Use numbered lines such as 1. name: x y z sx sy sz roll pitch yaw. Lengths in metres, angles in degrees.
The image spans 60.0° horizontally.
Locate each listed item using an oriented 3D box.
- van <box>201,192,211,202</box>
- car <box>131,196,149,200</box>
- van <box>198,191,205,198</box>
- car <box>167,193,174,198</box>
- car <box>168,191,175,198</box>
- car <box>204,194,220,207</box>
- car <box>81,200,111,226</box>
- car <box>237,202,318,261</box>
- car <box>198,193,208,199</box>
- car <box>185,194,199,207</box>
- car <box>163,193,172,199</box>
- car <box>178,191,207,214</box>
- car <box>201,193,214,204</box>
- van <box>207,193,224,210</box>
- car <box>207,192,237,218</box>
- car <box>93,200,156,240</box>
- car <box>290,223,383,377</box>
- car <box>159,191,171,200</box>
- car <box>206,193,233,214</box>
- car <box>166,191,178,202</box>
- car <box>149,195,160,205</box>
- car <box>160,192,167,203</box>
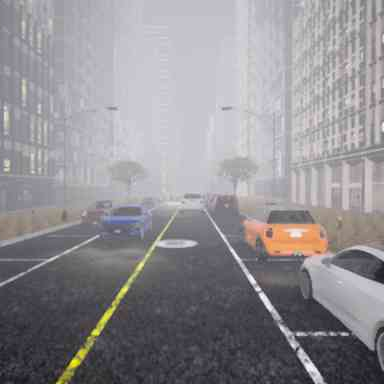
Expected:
1. van: 2.601 0.902 61.432 1.690 1.788 3.998 -1 0 0
2. car: -5.740 1.292 32.836 1.752 1.417 4.829 -1 0 0
3. van: 2.565 0.694 89.851 1.690 1.788 3.998 -1 0 0
4. car: -5.813 0.935 89.842 1.802 1.307 4.206 -1 0 0
5. car: -5.822 0.654 95.419 1.690 1.788 3.998 -1 0 0
6. car: 2.625 1.124 44.383 1.967 1.590 4.097 -1 0 0
7. car: -5.727 1.286 21.638 1.967 1.590 4.097 -1 0 0
8. car: 3.098 1.266 12.033 2.097 1.767 4.553 0 0 0
9. car: 2.582 0.987 78.485 2.008 1.369 4.403 -1 0 0
10. car: -0.002 1.147 46.333 1.882 1.535 5.008 0 1 0
11. car: -5.799 1.018 78.474 1.802 1.307 4.206 -1 0 0
12. car: 0.035 0.999 31.779 2.150 2.045 5.566 0 1 0
13. car: 2.610 1.042 55.750 1.967 1.590 4.097 -1 0 0
14. van: 2.631 1.066 38.699 1.690 1.788 3.998 -1 0 0
15. car: 2.645 1.121 27.331 2.192 1.841 5.009 -1 0 0
16. car: -3.122 1.360 16.449 1.882 1.535 5.008 0 0 0
17. car: 3.142 1.489 5.064 1.812 1.442 4.674 0 0 0
18. car: -5.794 0.793 72.789 2.192 1.841 5.009 -1 0 0
19. car: 2.638 1.081 33.015 2.192 1.841 5.009 -1 0 0
20. car: -3.079 1.087 60.750 2.128 1.511 4.902 0 0 0
21. car: -5.755 1.250 44.373 1.947 1.339 4.313 -1 0 0
22. car: -5.770 1.152 55.740 2.008 1.369 4.403 -1 0 0
